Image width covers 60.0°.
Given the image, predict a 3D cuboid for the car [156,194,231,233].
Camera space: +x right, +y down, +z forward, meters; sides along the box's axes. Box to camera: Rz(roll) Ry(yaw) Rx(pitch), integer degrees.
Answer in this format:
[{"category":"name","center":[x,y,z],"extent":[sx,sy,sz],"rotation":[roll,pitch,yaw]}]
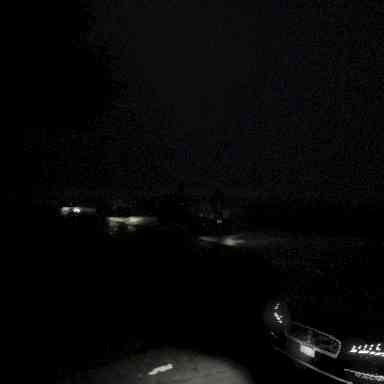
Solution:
[{"category":"car","center":[-0.100,1.155,19.727],"extent":[2.150,2.045,5.566],"rotation":[0,1,-35]}]

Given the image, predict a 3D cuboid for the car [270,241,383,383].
[{"category":"car","center":[3.317,1.588,5.177],"extent":[4.892,1.490,1.837],"rotation":[1,-1,-35]}]

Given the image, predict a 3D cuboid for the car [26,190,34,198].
[{"category":"car","center":[-41.443,0.451,83.742],"extent":[2.150,2.045,5.566],"rotation":[0,0,-35]}]

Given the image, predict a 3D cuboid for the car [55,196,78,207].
[{"category":"car","center":[-15.984,1.214,42.469],"extent":[1.895,1.301,4.718],"rotation":[0,1,-34]}]

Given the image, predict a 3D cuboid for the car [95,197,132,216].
[{"category":"car","center":[-7.049,1.257,29.654],"extent":[1.882,1.535,5.008],"rotation":[0,1,-35]}]
